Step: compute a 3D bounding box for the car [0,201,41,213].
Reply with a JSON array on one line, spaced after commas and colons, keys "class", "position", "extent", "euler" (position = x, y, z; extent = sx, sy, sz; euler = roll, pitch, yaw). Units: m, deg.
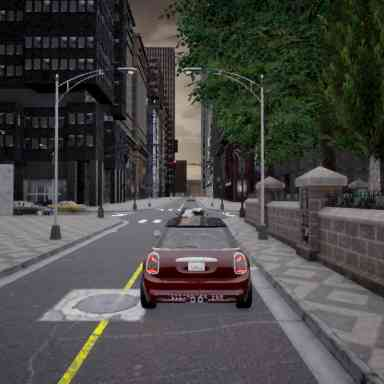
[{"class": "car", "position": [-20.219, 1.708, 38.653], "extent": [4.403, 1.369, 2.008], "euler": [0, -1, 0]}]

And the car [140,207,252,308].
[{"class": "car", "position": [0.076, 1.357, 8.070], "extent": [2.097, 1.767, 4.553], "euler": [0, 0, 0]}]

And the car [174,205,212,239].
[{"class": "car", "position": [0.047, 1.541, 18.197], "extent": [1.812, 1.442, 4.674], "euler": [0, 0, 0]}]

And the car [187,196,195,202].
[{"class": "car", "position": [-0.221, 1.730, 79.689], "extent": [2.033, 1.411, 5.357], "euler": [0, 0, 0]}]

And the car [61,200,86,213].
[{"class": "car", "position": [-14.876, 1.675, 38.639], "extent": [4.829, 1.417, 1.752], "euler": [0, -1, 0]}]

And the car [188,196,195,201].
[{"class": "car", "position": [-0.250, 1.709, 90.108], "extent": [1.812, 1.442, 4.674], "euler": [0, 0, 0]}]

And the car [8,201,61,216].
[{"class": "car", "position": [-14.721, 1.517, 30.115], "extent": [4.403, 1.369, 2.008], "euler": [0, -1, 0]}]
